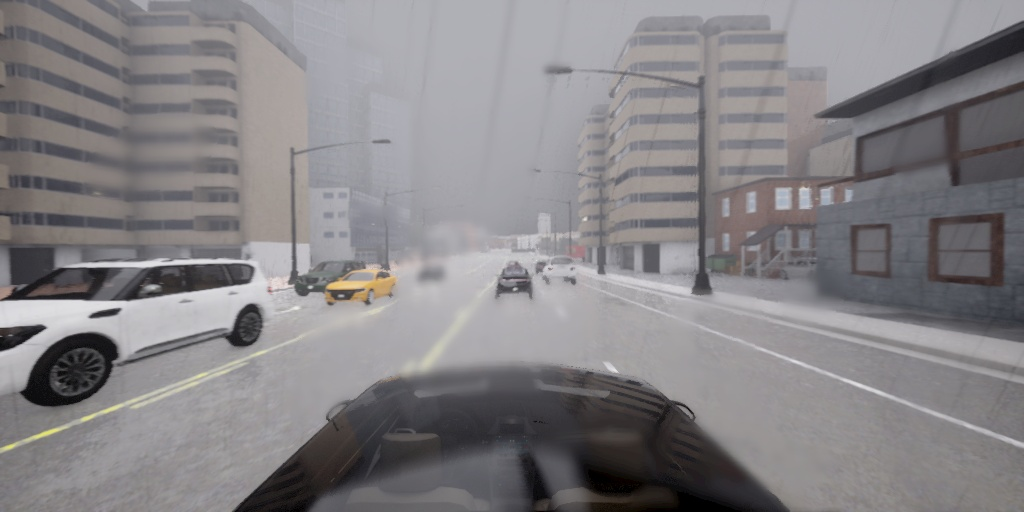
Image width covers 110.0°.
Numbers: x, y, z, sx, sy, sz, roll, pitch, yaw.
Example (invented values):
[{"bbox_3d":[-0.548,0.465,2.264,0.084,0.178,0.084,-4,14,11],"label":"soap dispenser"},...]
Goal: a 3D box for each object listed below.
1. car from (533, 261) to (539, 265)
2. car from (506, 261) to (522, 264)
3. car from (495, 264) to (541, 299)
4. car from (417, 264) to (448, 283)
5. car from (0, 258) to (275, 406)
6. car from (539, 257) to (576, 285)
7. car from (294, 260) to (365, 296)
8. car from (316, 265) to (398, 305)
[{"bbox_3d":[3.685,1.276,43.259,1.837,1.490,4.892,-1,2,1],"label":"car"},{"bbox_3d":[0.238,1.297,44.975,1.812,1.442,4.674,-1,1,0],"label":"car"},{"bbox_3d":[0.149,1.353,18.929,2.128,1.511,4.902,-1,0,0],"label":"car"},{"bbox_3d":[-6.916,1.490,31.554,1.837,1.490,4.892,-1,0,0],"label":"car"},{"bbox_3d":[-7.096,1.060,6.775,2.150,2.045,5.566,-1,0,0],"label":"car"},{"bbox_3d":[3.630,1.102,28.174,2.150,2.045,5.566,-1,-1,1],"label":"car"},{"bbox_3d":[-10.444,1.280,21.361,2.150,2.045,5.566,-1,0,0],"label":"car"},{"bbox_3d":[-7.045,1.393,17.293,1.882,1.535,5.008,-1,0,0],"label":"car"}]
